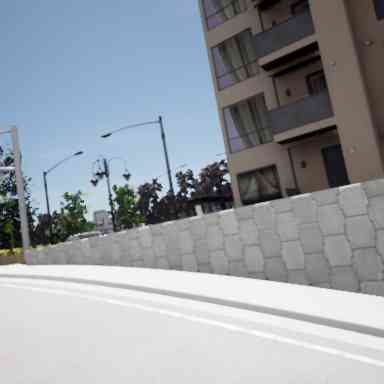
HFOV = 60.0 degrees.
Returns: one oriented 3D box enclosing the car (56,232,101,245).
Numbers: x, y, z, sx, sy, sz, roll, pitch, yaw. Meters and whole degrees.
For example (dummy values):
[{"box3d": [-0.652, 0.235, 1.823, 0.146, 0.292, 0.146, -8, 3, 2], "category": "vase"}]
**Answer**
[{"box3d": [-11.600, 5.326, 34.062, 2.150, 2.045, 5.566, -14, -8, 35], "category": "car"}]
